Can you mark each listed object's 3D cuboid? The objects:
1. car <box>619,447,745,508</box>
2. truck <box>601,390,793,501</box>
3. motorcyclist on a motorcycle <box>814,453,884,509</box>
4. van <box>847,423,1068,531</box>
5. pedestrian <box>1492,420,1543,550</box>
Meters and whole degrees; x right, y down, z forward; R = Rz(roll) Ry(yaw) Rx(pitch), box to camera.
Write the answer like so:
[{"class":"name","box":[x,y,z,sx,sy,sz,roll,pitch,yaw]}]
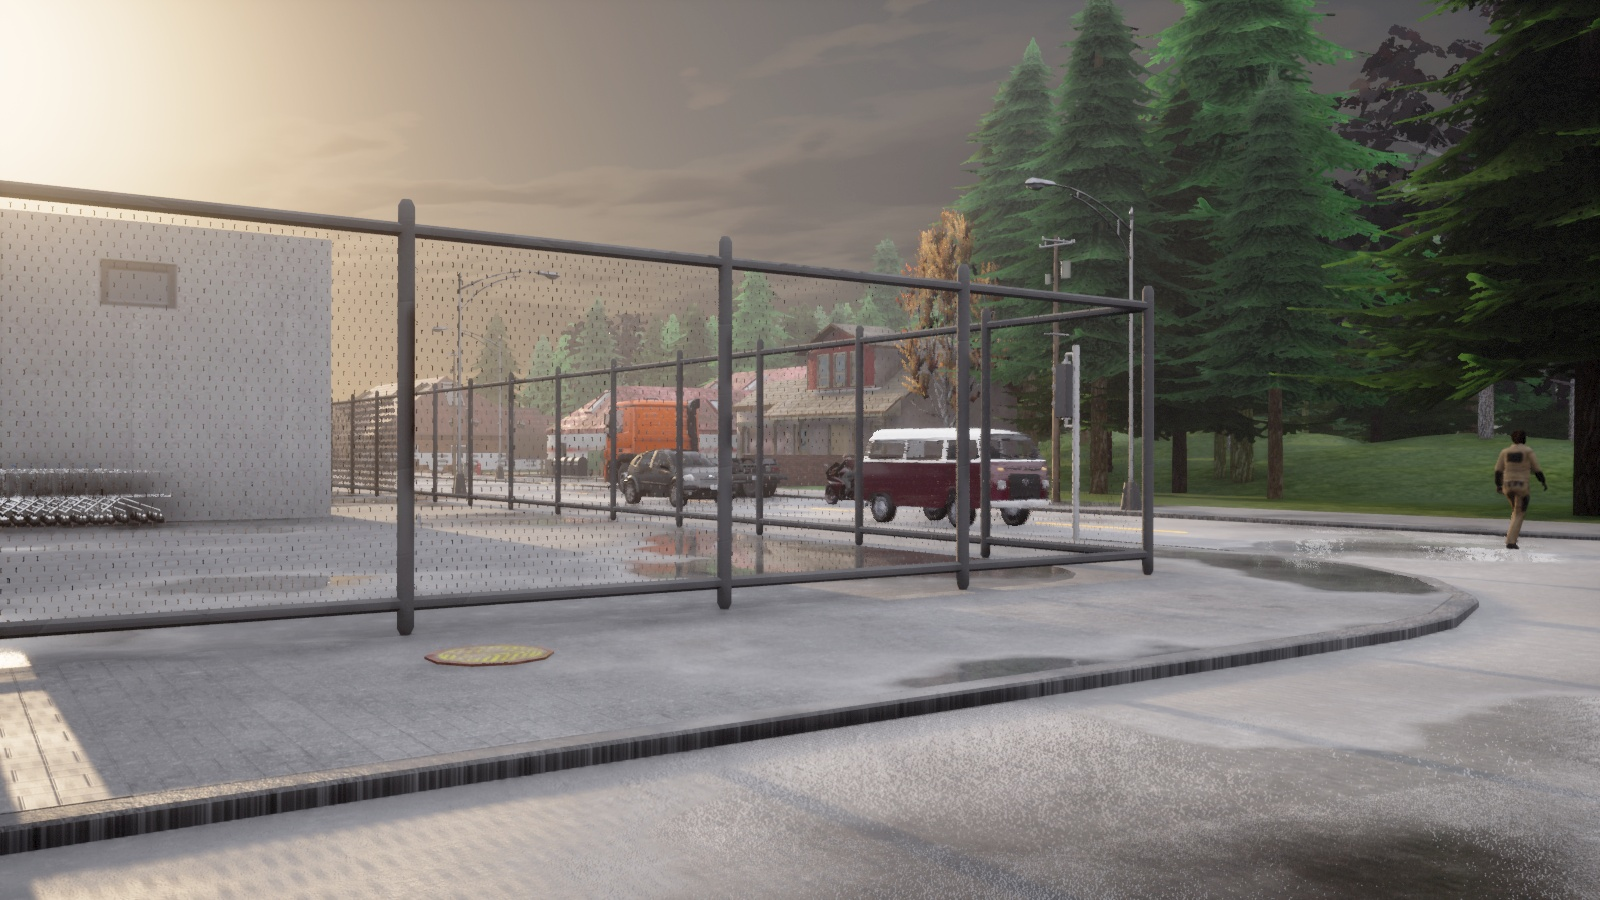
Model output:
[{"class":"car","box":[-3.421,0.738,35.752,1.851,1.617,3.988,0,0,-35]},{"class":"truck","box":[-3.727,-0.123,43.236,2.891,3.462,7.936,0,0,-36]},{"class":"motorcyclist on a motorcycle","box":[1.377,0.865,35.854,0.866,1.530,2.191,0,0,-35]},{"class":"van","box":[3.182,0.529,26.190,2.069,2.038,4.480,0,-1,-35]},{"class":"pedestrian","box":[10.857,0.525,18.996,0.692,1.930,0.396,0,0,-35]}]
